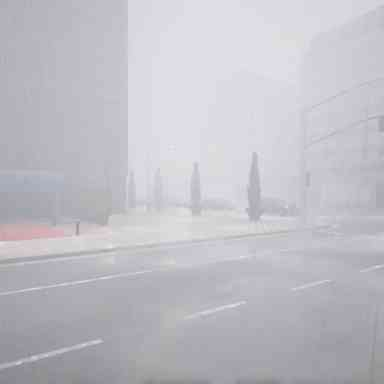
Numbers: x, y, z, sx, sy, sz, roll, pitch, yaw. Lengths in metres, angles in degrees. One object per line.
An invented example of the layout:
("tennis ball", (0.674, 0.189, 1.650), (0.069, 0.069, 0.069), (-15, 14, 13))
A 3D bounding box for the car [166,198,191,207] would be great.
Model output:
("car", (-2.202, 1.601, 53.280), (1.895, 1.301, 4.718), (0, 0, -35))

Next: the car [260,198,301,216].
("car", (8.192, 1.352, 32.161), (2.097, 1.767, 4.553), (0, 0, -35))

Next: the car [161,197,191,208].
("car", (-2.559, 1.547, 47.646), (2.033, 1.411, 5.357), (0, 0, -35))

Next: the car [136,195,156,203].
("car", (-9.772, 1.520, 70.452), (2.128, 1.511, 4.902), (0, 0, -35))

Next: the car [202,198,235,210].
("car", (3.515, 1.526, 45.036), (1.812, 1.442, 4.674), (0, 0, -35))

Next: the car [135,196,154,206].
("car", (-8.100, 1.526, 55.676), (1.812, 1.442, 4.674), (0, 0, -34))

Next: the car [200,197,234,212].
("car", (3.001, 1.491, 39.637), (2.128, 1.511, 4.902), (0, 0, -35))

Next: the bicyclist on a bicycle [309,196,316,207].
("bicyclist on a bicycle", (16.941, 1.301, 46.707), (1.656, 1.620, 0.582), (0, 0, -35))

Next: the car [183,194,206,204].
("car", (0.365, 1.352, 62.186), (2.097, 1.767, 4.553), (0, 0, -35))

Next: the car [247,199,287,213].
("car", (8.509, 1.564, 37.841), (1.994, 1.385, 4.181), (0, 0, -35))

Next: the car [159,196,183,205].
("car", (-4.062, 1.547, 62.421), (2.033, 1.411, 5.357), (0, 0, -35))

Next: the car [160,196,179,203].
("car", (-4.757, 1.601, 69.527), (1.895, 1.301, 4.718), (0, 0, -35))
